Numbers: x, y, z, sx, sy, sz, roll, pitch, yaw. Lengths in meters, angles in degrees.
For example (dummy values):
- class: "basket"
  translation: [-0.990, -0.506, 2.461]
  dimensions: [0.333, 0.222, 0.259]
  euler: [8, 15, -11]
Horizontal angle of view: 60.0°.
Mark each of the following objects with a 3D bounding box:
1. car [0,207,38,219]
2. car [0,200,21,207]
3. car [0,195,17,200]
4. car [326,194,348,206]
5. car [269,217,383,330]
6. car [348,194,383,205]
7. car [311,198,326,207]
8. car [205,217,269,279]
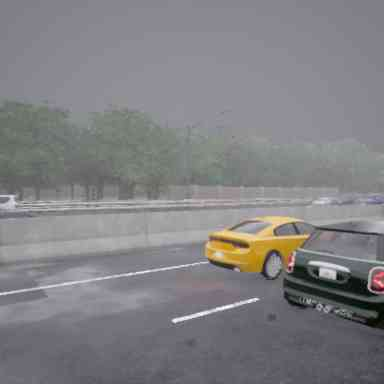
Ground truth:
- class: "car"
  translation: [-8.528, 1.566, 15.098]
  dimensions: [4.181, 1.385, 1.994]
  euler: [0, 0, -35]
- class: "car"
  translation: [-13.386, 1.480, 20.233]
  dimensions: [5.008, 1.535, 1.882]
  euler: [0, 0, -35]
- class: "car"
  translation: [-15.068, 1.224, 23.333]
  dimensions: [5.566, 2.045, 2.150]
  euler: [0, 0, -35]
- class: "car"
  translation: [20.841, 1.264, 44.570]
  dimensions: [5.566, 2.045, 2.150]
  euler: [0, 0, -35]
- class: "car"
  translation: [3.957, 1.357, 6.689]
  dimensions: [4.553, 1.767, 2.097]
  euler: [0, 0, -35]
- class: "car"
  translation: [22.245, 1.267, 41.276]
  dimensions: [5.566, 2.045, 2.150]
  euler: [0, 0, -35]
- class: "car"
  translation: [19.028, 1.574, 47.571]
  dimensions: [4.674, 1.442, 1.812]
  euler: [0, 0, -35]
- class: "car"
  translation: [2.717, 1.485, 10.103]
  dimensions: [5.008, 1.535, 1.882]
  euler: [0, 0, -35]
